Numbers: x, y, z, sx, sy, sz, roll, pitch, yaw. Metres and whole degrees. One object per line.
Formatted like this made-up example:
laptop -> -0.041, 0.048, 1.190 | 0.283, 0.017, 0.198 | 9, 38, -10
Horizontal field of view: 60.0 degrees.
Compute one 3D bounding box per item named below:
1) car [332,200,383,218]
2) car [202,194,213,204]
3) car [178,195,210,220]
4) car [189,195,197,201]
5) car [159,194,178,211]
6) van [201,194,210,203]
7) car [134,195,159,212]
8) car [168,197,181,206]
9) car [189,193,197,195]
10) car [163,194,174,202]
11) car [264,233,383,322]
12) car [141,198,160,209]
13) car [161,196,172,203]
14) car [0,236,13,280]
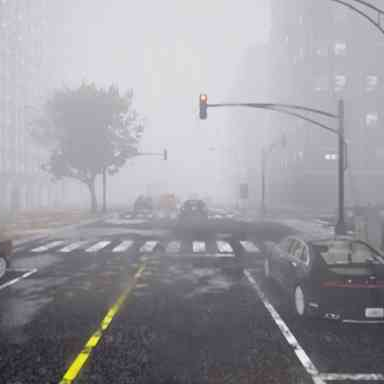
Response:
car -> 13.500, 1.336, 26.477 | 4.403, 1.369, 2.008 | -1, 1, 0
car -> 2.864, 1.577, 61.581 | 1.947, 1.339, 4.313 | 0, 0, 0
car -> 0.175, 1.348, 27.789 | 2.097, 1.767, 4.553 | 0, 0, 0
car -> 0.227, 1.380, 79.241 | 1.837, 1.490, 4.892 | 0, 0, 0
car -> -2.983, 1.221, 40.771 | 2.150, 2.045, 5.566 | 0, 0, 0
van -> 2.896, 1.363, 72.628 | 1.690, 1.788, 3.998 | 0, 0, 0
car -> -5.580, 1.315, 39.514 | 2.192, 1.841, 5.009 | 0, 0, 0
car -> -2.916, 1.572, 57.491 | 1.994, 1.385, 4.181 | 0, 0, 0
car -> 0.196, 1.240, 68.850 | 2.150, 2.045, 5.566 | 0, 0, 0
car -> -5.469, 1.344, 78.174 | 2.192, 1.841, 5.009 | 0, 0, 0
car -> 2.707, 1.548, 7.102 | 2.008, 1.369, 4.403 | 0, 0, 0
car -> -5.564, 1.568, 45.037 | 1.947, 1.339, 4.313 | 0, 0, 0
car -> -5.485, 1.588, 72.652 | 1.947, 1.339, 4.313 | 0, 0, 0
car -> -5.673, 1.542, 7.126 | 1.887, 1.381, 4.507 | 0, 0, 0
